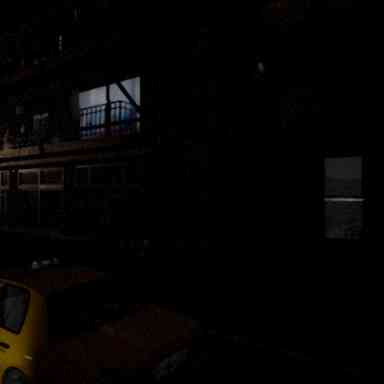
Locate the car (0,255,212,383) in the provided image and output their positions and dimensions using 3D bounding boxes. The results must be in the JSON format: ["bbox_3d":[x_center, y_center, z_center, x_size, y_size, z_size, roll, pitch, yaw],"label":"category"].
[{"bbox_3d":[-2.077,1.520,4.354,4.829,1.417,1.752,0,0,35],"label":"car"}]
